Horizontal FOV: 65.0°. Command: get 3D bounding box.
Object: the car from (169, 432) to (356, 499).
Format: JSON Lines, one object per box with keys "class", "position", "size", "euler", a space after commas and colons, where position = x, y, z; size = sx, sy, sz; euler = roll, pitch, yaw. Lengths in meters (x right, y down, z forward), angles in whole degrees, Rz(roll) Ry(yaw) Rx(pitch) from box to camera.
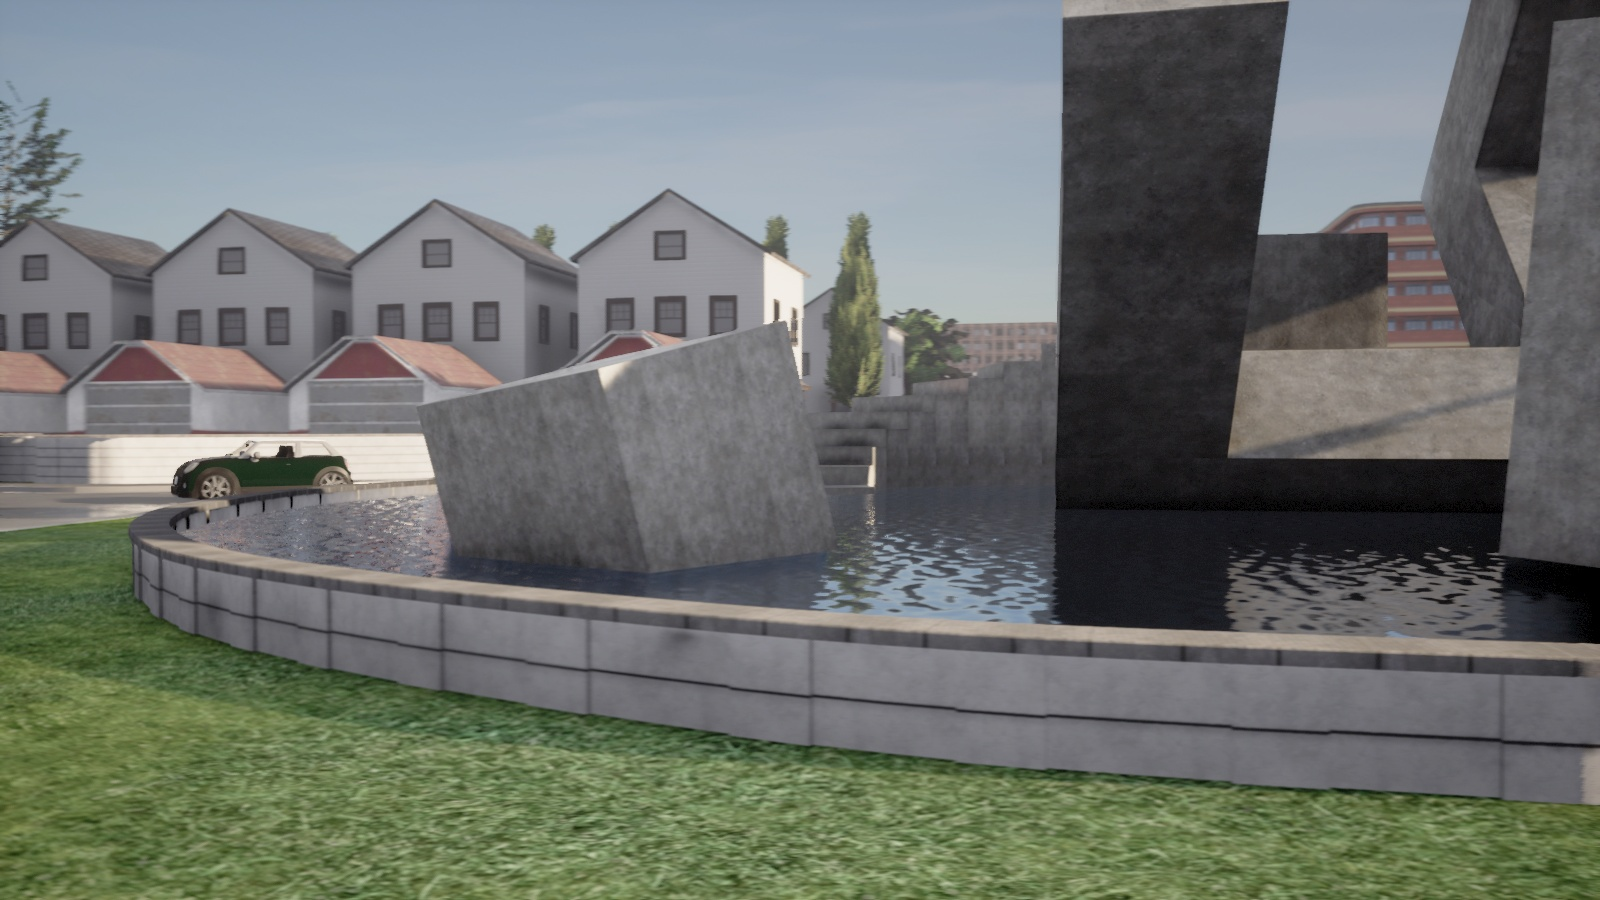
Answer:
{"class": "car", "position": [-12.697, 0.328, 29.708], "size": [3.806, 1.475, 1.970], "euler": [0, 1, -32]}
